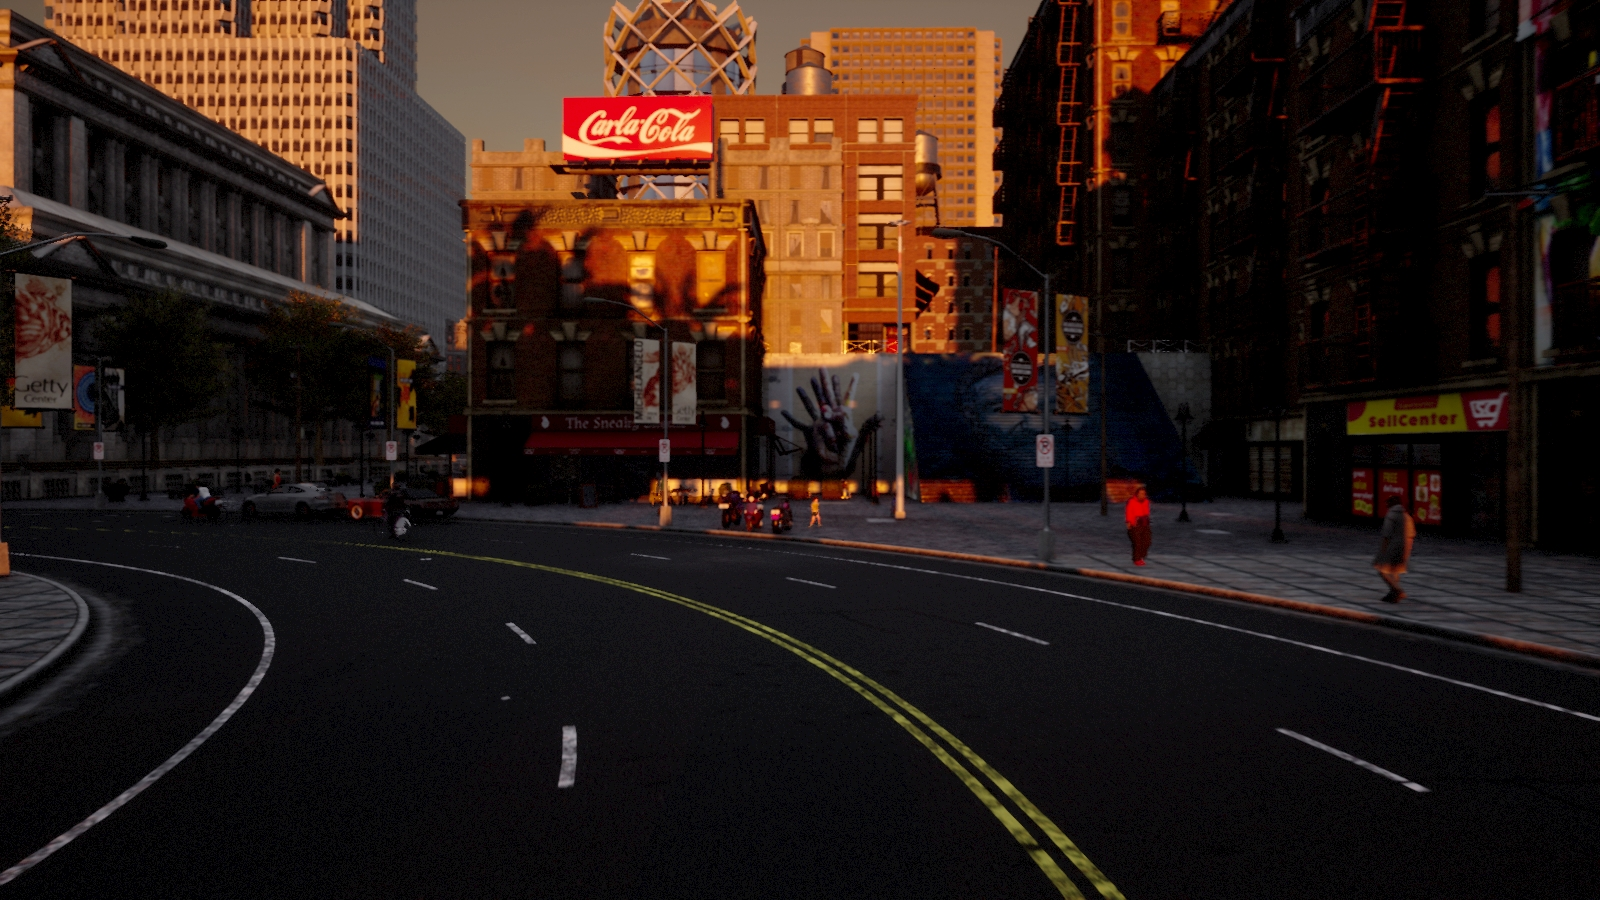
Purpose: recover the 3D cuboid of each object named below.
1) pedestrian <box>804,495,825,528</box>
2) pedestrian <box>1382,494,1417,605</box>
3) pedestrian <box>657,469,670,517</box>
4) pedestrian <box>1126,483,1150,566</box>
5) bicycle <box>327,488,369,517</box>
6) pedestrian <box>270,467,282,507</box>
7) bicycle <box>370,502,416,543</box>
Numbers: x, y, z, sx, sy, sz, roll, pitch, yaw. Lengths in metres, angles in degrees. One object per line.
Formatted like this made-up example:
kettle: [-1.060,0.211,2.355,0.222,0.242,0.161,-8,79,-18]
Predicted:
pedestrian: [0.496,2.076,38.623,0.500,1.100,0.500,0,0,-35]
pedestrian: [10.301,1.693,19.634,0.375,1.860,0.375,0,0,-21]
pedestrian: [-5.396,1.699,45.144,0.375,1.860,0.375,0,0,-43]
pedestrian: [7.689,1.694,25.982,0.375,1.860,0.375,0,0,-16]
bicycle: [-18.921,2.212,47.851,1.643,1.196,0.373,0,1,8]
pedestrian: [-24.407,1.705,53.199,0.375,1.860,0.375,0,0,5]
bicycle: [-12.491,2.214,35.041,1.835,1.171,0.329,0,2,36]
